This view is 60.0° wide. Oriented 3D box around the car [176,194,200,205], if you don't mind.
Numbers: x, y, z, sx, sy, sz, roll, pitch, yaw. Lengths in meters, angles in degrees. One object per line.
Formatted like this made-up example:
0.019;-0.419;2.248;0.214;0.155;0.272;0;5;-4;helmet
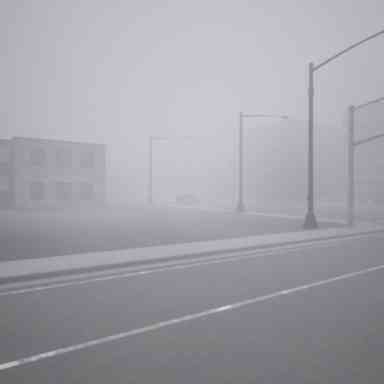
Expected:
-0.702;1.106;52.914;2.097;1.767;4.553;1;1;-35;car
